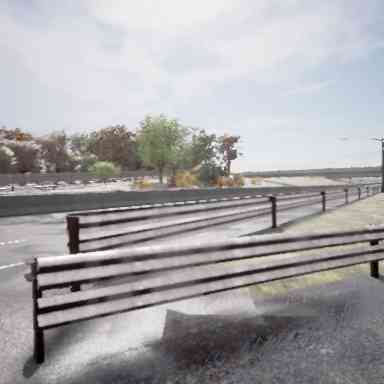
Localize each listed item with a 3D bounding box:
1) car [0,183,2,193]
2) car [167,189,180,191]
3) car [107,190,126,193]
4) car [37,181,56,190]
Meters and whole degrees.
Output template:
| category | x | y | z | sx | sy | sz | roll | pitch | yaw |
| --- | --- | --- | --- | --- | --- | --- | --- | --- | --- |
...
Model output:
| category | x | y | z | sx | sy | sz | roll | pitch | yaw |
| --- | --- | --- | --- | --- | --- | --- | --- | --- | --- |
| car | -32.318 | -0.572 | 52.005 | 2.150 | 2.045 | 5.566 | -1 | 2 | 12 |
| car | -2.657 | 0.356 | 46.111 | 1.837 | 1.490 | 4.892 | 0 | 1 | 33 |
| car | -10.810 | 0.473 | 46.428 | 1.837 | 1.490 | 4.892 | 0 | 1 | 33 |
| car | -29.128 | -1.320 | 66.002 | 2.097 | 1.767 | 4.553 | -1 | 3 | 13 |
